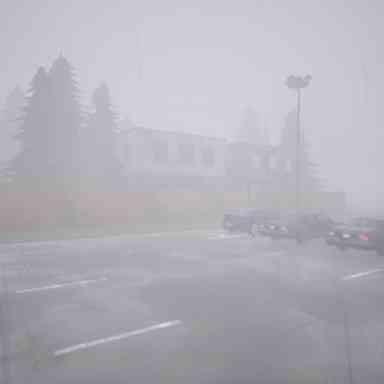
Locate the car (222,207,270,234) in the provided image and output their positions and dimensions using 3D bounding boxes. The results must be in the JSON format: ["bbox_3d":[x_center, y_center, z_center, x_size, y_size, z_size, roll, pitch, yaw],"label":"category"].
[{"bbox_3d":[4.036,1.618,19.655,5.008,1.535,1.882,0,0,-35],"label":"car"}]

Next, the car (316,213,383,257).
[{"bbox_3d":[7.706,1.683,13.680,5.357,1.411,2.033,1,0,-36],"label":"car"}]

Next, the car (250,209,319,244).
[{"bbox_3d":[5.671,1.683,16.528,5.357,1.411,2.033,1,0,-36],"label":"car"}]
